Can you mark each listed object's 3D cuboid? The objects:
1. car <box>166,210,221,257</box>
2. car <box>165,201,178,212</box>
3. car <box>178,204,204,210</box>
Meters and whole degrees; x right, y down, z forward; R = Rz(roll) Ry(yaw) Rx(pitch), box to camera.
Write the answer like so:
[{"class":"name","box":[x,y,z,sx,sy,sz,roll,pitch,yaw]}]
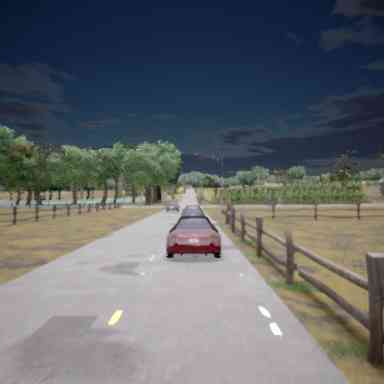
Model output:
[{"class":"car","box":[0.072,1.630,13.185,1.994,1.385,4.181,0,-1,0]},{"class":"car","box":[-2.834,2.108,48.540,2.128,1.511,4.902,0,-1,0]},{"class":"car","box":[0.073,1.830,28.564,1.994,1.385,4.181,0,-1,0]}]
